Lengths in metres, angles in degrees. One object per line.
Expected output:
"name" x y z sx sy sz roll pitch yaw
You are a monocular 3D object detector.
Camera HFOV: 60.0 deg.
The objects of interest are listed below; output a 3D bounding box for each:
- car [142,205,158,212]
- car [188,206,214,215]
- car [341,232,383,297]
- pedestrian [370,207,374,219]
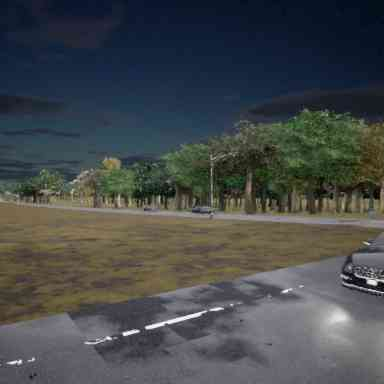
"car" -9.004 3.571 71.388 2.128 1.511 4.902 1 -2 -33
"car" 1.468 3.029 55.575 2.033 1.411 5.357 1 -2 -33
"car" 5.497 1.508 7.861 4.892 1.490 1.837 0 0 -35
"pedestrian" 19.255 2.203 35.535 0.375 1.300 0.375 -2 1 -33
